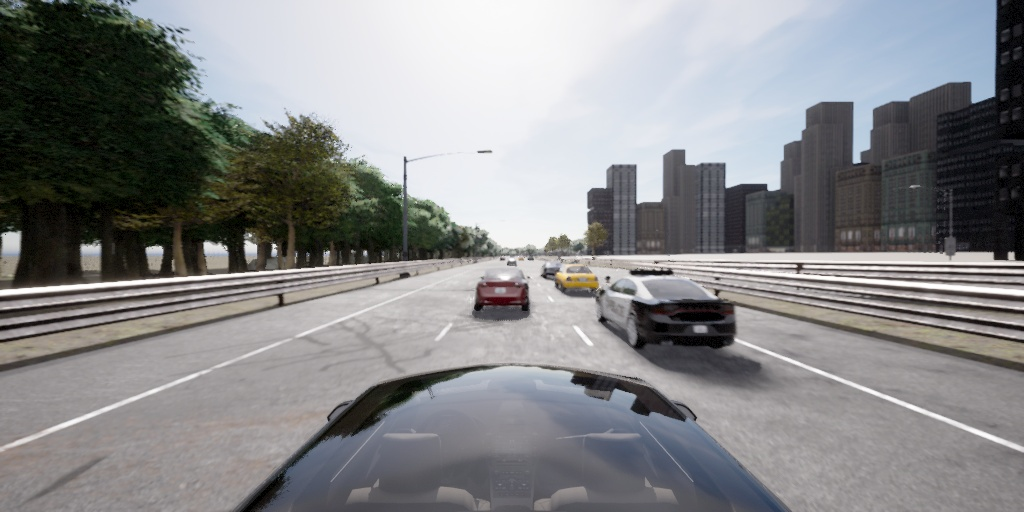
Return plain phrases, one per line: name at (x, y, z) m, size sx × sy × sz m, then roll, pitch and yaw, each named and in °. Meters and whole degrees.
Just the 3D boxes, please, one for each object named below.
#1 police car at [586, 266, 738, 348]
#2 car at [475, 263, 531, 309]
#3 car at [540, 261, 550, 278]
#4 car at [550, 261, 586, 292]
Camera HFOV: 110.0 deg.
police car at (3.498, 1.142, 9.243) m, size 1.930 × 1.638 × 5.238 m, roll 0°, pitch 0°, yaw 0°
car at (-0.302, 1.195, 14.443) m, size 2.163 × 1.488 × 4.792 m, roll 0°, pitch 0°, yaw 2°
car at (3.490, 1.156, 31.134) m, size 2.033 × 1.411 × 5.357 m, roll 0°, pitch 0°, yaw 0°
car at (3.494, 1.117, 20.323) m, size 1.801 × 1.575 × 5.366 m, roll 0°, pitch 0°, yaw 0°
